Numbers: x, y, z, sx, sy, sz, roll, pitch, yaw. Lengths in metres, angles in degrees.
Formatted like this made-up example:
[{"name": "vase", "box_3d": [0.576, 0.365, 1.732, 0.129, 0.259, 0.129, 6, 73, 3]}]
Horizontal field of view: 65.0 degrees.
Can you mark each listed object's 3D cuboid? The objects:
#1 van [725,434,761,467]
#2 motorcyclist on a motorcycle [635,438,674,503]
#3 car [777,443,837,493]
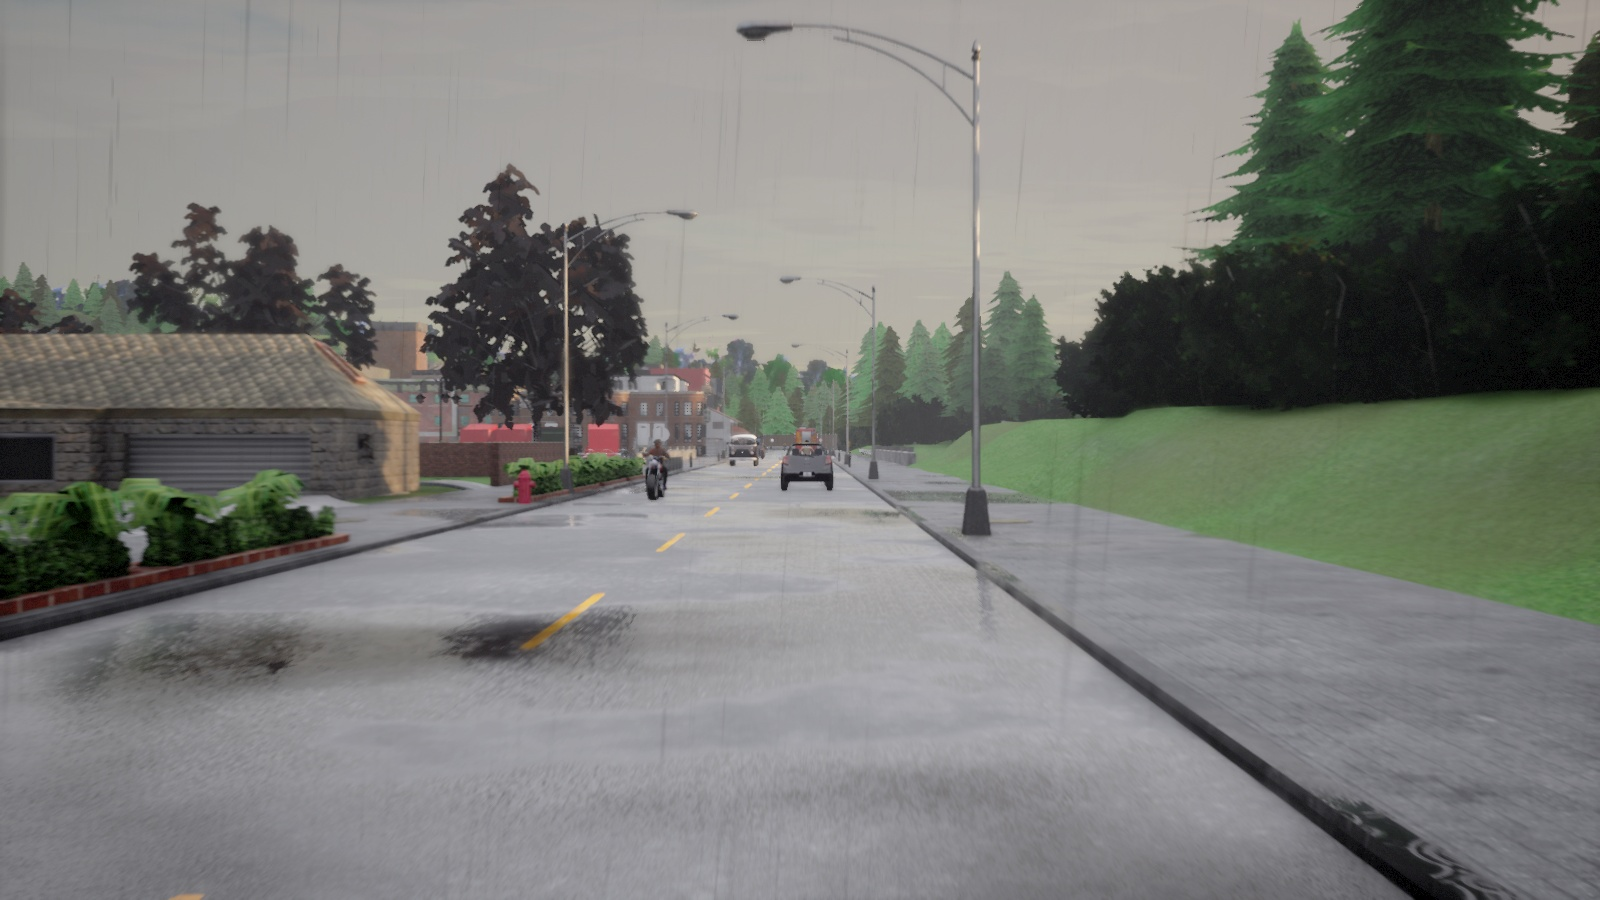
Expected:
[{"name": "van", "box_3d": [-3.588, 0.012, 79.922, 2.069, 2.038, 4.480, 0, 1, 0]}, {"name": "motorcyclist on a motorcycle", "box_3d": [-3.812, 0.507, 33.054, 0.766, 1.649, 2.350, 0, 1, 0]}, {"name": "car", "box_3d": [0.221, 0.535, 40.062, 1.845, 1.501, 3.633, 0, 0, 0]}]
